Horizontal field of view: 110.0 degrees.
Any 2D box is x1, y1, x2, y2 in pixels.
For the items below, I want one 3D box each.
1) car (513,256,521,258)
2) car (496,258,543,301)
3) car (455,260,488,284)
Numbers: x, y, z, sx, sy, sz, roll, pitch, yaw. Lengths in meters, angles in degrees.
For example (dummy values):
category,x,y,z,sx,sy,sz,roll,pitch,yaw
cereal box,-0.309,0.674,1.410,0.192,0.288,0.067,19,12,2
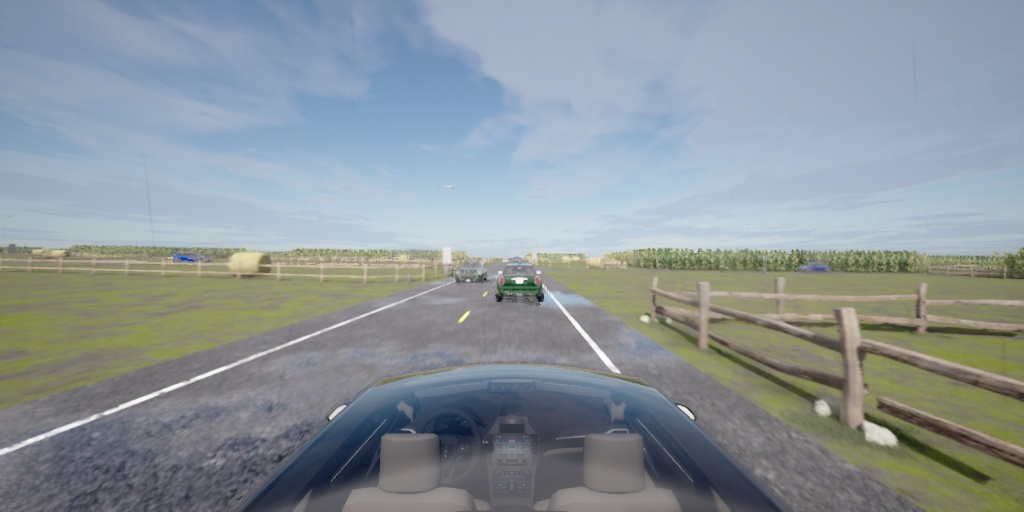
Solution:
category,x,y,z,sx,sy,sz,roll,pitch,yaw
car,0.766,1.199,37.952,2.097,1.767,4.553,0,0,1
car,0.372,1.148,17.774,2.097,1.767,4.553,0,0,1
car,-3.110,1.185,28.083,2.097,1.767,4.553,0,0,1
